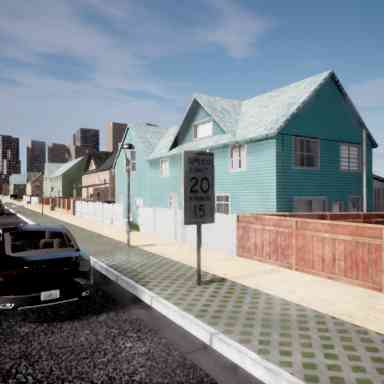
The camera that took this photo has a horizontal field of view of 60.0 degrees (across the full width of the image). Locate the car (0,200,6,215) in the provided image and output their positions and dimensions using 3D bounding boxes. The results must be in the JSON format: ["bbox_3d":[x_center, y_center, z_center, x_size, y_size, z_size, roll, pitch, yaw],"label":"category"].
[{"bbox_3d":[-19.598,1.504,33.016,2.128,1.511,4.902,0,0,-31],"label":"car"}]

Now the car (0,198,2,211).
[{"bbox_3d":[-25.161,1.508,41.765,2.128,1.511,4.902,0,0,-32],"label":"car"}]

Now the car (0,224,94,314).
[{"bbox_3d":[-3.703,1.507,7.710,1.837,1.490,4.892,0,0,-32],"label":"car"}]
